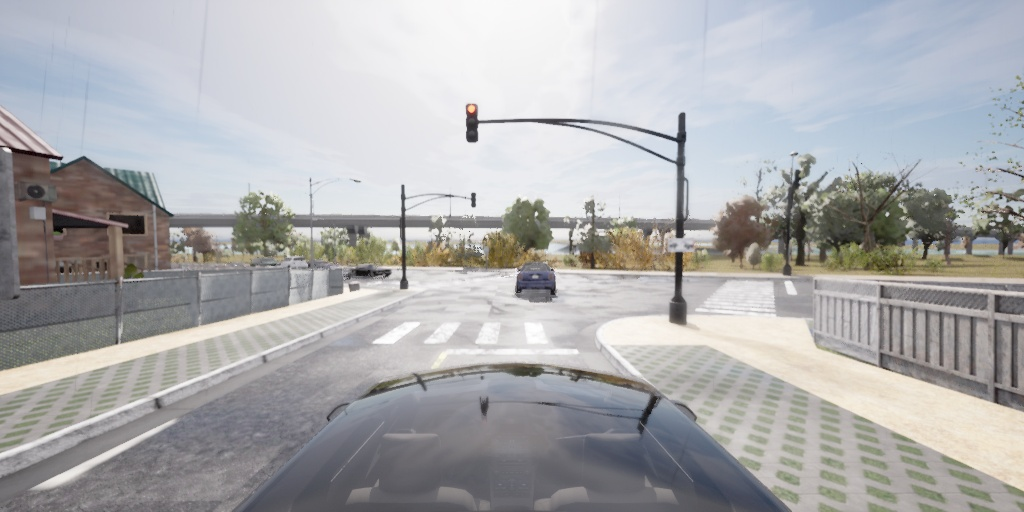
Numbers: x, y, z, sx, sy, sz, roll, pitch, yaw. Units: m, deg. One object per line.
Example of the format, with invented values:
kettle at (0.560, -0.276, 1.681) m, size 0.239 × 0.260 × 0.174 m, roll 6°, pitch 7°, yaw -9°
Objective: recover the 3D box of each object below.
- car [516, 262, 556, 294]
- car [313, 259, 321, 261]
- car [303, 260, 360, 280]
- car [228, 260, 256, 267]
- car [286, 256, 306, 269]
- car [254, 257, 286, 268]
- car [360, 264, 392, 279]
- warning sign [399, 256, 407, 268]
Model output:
car at (1.355, 1.129, 20.746) m, size 2.097 × 1.767 × 4.553 m, roll -1°, pitch 0°, yaw 3°
car at (-30.158, 1.254, 54.830) m, size 4.902 × 1.511 × 2.128 m, roll 0°, pitch 2°, yaw 36°
car at (-16.524, 1.452, 32.741) m, size 4.902 × 1.511 × 2.128 m, roll 0°, pitch 2°, yaw 36°
car at (-35.886, 1.615, 46.887) m, size 4.892 × 1.490 × 1.837 m, roll -1°, pitch 1°, yaw 37°
car at (-31.879, 1.096, 52.110) m, size 5.566 × 2.045 × 2.150 m, roll 0°, pitch 2°, yaw 37°
car at (-33.884, 1.217, 49.435) m, size 5.566 × 2.045 × 2.150 m, roll -1°, pitch 2°, yaw 37°
car at (-13.717, 1.440, 34.719) m, size 4.718 × 1.301 × 1.895 m, roll 0°, pitch 2°, yaw 36°
warning sign at (-14.238, 0.666, 46.795) m, size 1.060 × 1.860 × 1.300 m, roll 0°, pitch 0°, yaw 36°
